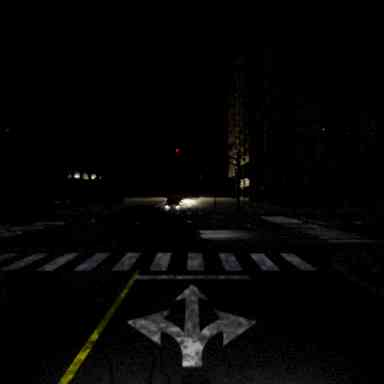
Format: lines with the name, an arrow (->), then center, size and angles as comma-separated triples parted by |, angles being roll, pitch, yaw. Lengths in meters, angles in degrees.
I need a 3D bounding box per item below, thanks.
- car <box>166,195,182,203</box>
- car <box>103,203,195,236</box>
car -> -2.999, 1.342, 52.625 | 1.882, 1.535, 5.008 | 0, 0, 1
car -> -2.181, 1.448, 17.058 | 4.674, 1.442, 1.812 | 0, 0, 0
